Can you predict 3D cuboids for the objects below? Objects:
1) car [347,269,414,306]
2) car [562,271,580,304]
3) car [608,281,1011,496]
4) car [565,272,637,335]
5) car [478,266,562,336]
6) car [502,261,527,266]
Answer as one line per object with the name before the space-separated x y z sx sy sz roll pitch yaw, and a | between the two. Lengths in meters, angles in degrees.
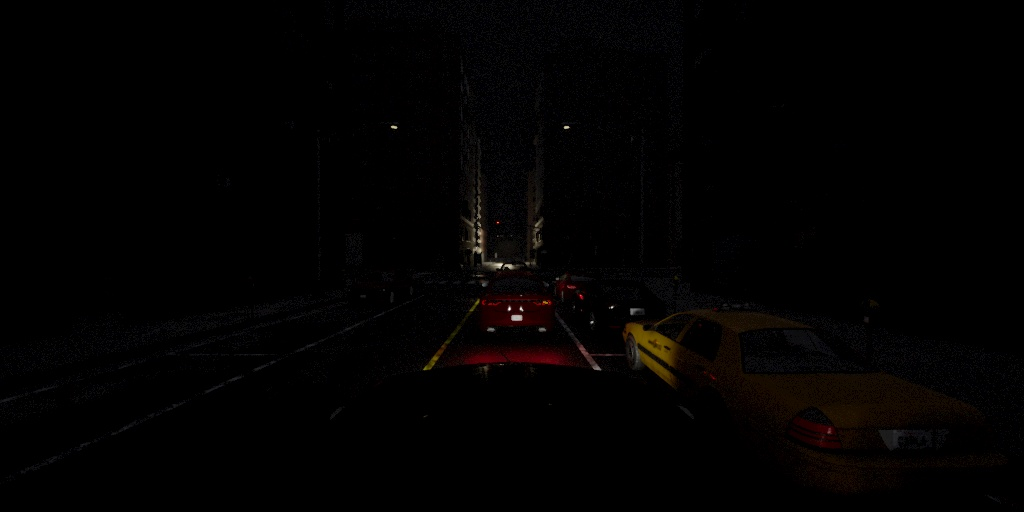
car | -5.651 1.291 15.883 1.888 1.381 4.507 0 0 0
car | 2.895 1.327 15.872 1.802 1.307 4.207 0 0 0
car | 2.876 1.274 4.870 1.751 1.417 4.829 0 0 0
car | 2.885 1.313 10.286 1.948 1.339 4.313 0 0 0
car | 0.109 1.225 10.466 1.882 1.535 5.008 0 0 0
car | 0.125 1.096 20.795 2.097 1.767 4.553 0 0 0
